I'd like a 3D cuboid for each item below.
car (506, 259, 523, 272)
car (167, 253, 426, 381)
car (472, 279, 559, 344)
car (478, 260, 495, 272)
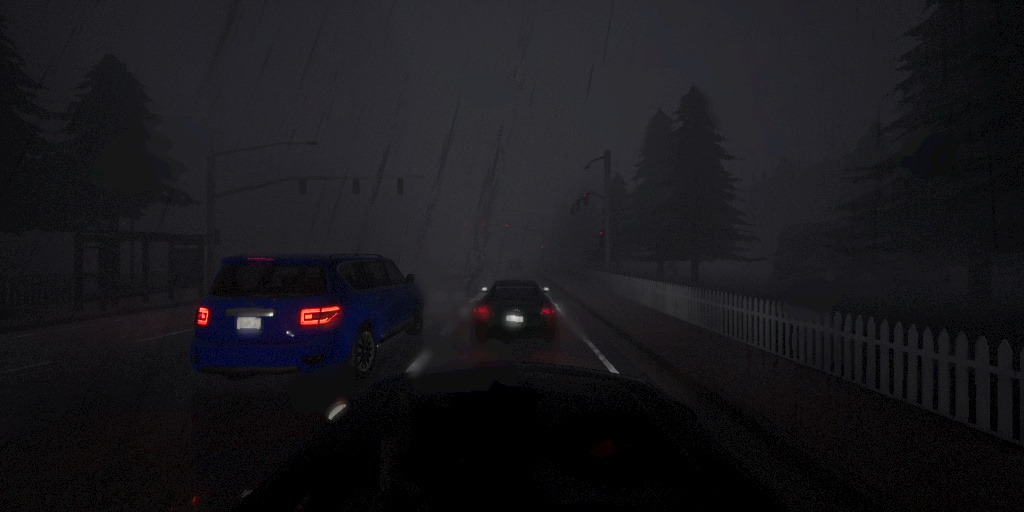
[{"bbox_3d":[0.285,1.102,45.604,2.097,1.767,4.553,0,0,0],"label":"car"},{"bbox_3d":[-3.403,0.972,7.356,2.150,2.045,5.566,0,0,0],"label":"car"},{"bbox_3d":[0.090,1.314,9.635,1.994,1.385,4.181,0,0,1],"label":"car"},{"bbox_3d":[-3.218,1.242,45.549,2.128,1.511,4.902,0,0,1],"label":"car"}]
